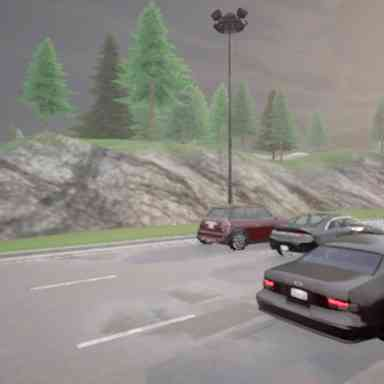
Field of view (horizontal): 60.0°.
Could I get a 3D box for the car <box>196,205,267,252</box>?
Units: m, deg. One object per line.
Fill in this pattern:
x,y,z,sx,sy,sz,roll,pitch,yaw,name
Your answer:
2.469,1.337,14.111,4.553,1.767,2.097,0,0,-35,car

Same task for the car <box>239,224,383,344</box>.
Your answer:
3.614,1.537,6.329,5.357,1.411,2.033,0,0,-35,car

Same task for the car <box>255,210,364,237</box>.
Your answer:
4.771,1.476,11.452,4.902,1.511,2.128,0,0,-35,car
